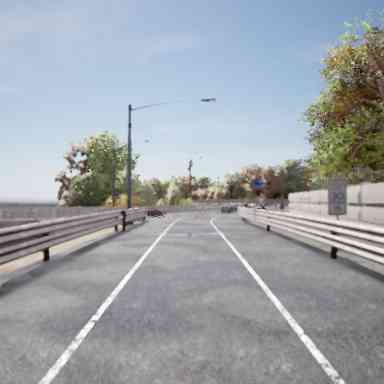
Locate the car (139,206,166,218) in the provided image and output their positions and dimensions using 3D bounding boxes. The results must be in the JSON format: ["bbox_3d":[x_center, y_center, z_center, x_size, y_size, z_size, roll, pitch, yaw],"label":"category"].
[{"bbox_3d":[-5.330,2.460,41.436,1.812,1.442,4.674,-1,-2,40],"label":"car"}]

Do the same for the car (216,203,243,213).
[{"bbox_3d":[6.722,2.947,58.798,2.128,1.511,4.902,-1,-2,29],"label":"car"}]

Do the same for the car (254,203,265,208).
[{"bbox_3d":[18.519,3.719,88.935,2.097,1.767,4.553,0,-2,13],"label":"car"}]
